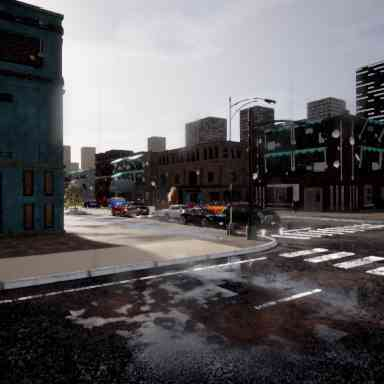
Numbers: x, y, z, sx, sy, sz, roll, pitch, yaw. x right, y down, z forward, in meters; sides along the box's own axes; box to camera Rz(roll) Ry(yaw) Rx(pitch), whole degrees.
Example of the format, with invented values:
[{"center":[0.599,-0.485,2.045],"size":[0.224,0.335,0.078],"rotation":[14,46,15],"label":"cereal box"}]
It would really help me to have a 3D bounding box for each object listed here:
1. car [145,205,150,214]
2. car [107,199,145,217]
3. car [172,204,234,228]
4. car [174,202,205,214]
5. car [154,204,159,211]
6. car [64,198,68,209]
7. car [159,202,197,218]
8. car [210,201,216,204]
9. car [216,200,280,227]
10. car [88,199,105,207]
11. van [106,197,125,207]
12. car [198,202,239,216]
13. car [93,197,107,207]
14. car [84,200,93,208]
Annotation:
[{"center":[-6.793,1.918,39.903],"size":[1.837,1.490,4.892],"rotation":[-1,0,-35],"label":"car"},{"center":[-7.198,1.846,35.965],"size":[1.967,1.590,4.097],"rotation":[-1,0,-35],"label":"car"},{"center":[0.732,1.814,24.575],"size":[1.947,1.339,4.313],"rotation":[-1,0,-35],"label":"car"},{"center":[-0.360,1.903,40.814],"size":[1.802,1.307,4.206],"rotation":[-2,0,-35],"label":"car"},{"center":[-3.560,1.966,45.329],"size":[1.802,1.307,4.206],"rotation":[-2,0,-35],"label":"car"},{"center":[-23.105,2.232,58.403],"size":[1.752,1.417,4.829],"rotation":[-1,0,-35],"label":"car"},{"center":[-0.886,1.898,31.561],"size":[1.895,1.301,4.718],"rotation":[-1,0,-35],"label":"car"},{"center":[2.602,1.598,32.112],"size":[2.097,1.767,4.553],"rotation":[-1,0,-35],"label":"car"},{"center":[4.209,1.547,24.257],"size":[2.097,1.767,4.553],"rotation":[-1,0,-34],"label":"car"},{"center":[-19.569,2.227,67.905],"size":[1.887,1.381,4.507],"rotation":[-1,0,-35],"label":"car"},{"center":[-13.171,1.907,58.875],"size":[1.690,1.788,3.998],"rotation":[-1,0,-35],"label":"van"},{"center":[2.841,1.809,36.298],"size":[2.008,1.369,4.403],"rotation":[-2,0,-35],"label":"car"},{"center":[-16.373,1.939,63.390],"size":[2.192,1.841,5.009],"rotation":[-1,0,-35],"label":"car"},{"center":[-19.309,2.230,63.075],"size":[1.994,1.385,4.181],"rotation":[-1,0,-35],"label":"car"}]
